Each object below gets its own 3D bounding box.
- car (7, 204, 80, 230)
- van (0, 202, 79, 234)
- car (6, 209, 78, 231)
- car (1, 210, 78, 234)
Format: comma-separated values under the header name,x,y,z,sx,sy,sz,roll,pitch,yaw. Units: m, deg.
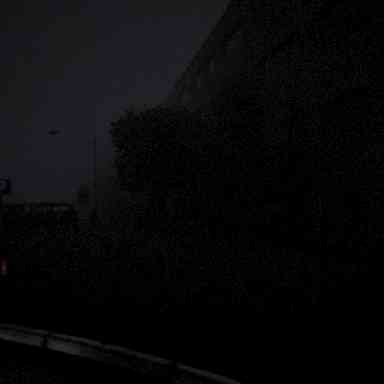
name,x,y,z,sx,sy,sz,roll,pitch,yaw
car,-12.780,2.126,28.980,5.566,2.045,2.435,0,-4,-21
van,-9.667,1.675,21.238,4.442,1.987,1.878,0,-3,-21
car,-11.774,2.203,26.426,5.008,1.535,2.097,0,-4,-21
car,-10.737,2.068,23.794,4.792,1.488,2.163,0,-3,-21
